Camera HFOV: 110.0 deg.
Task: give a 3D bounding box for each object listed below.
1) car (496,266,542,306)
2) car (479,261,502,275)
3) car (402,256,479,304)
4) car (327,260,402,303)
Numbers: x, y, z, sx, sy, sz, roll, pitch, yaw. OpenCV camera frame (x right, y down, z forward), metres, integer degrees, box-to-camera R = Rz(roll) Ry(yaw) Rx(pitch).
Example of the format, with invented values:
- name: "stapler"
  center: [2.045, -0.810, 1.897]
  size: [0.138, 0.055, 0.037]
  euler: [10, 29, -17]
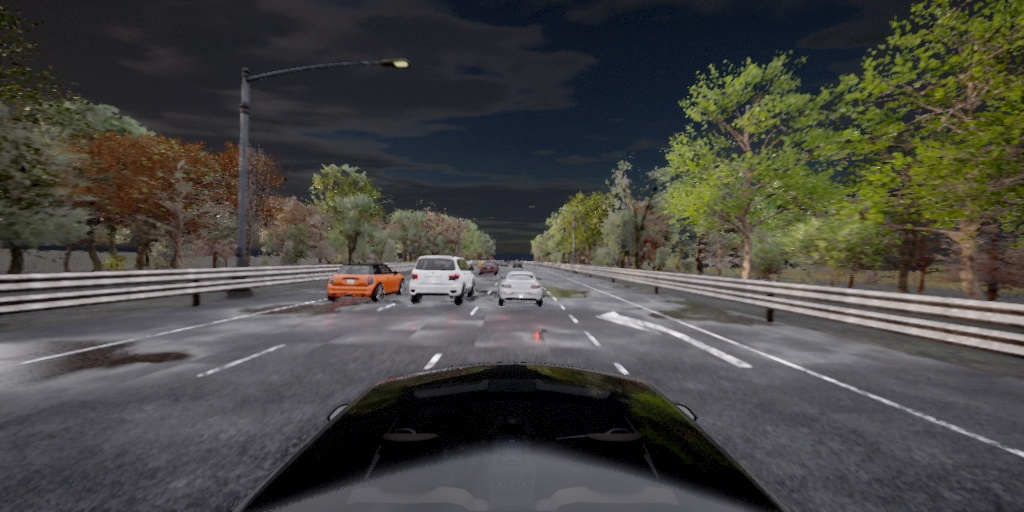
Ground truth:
- name: "car"
  center: [0.397, 1.398, 16.678]
  size: [1.812, 1.442, 4.674]
  euler: [1, 0, 1]
- name: "car"
  center: [-2.725, 1.414, 44.407]
  size: [2.097, 1.767, 4.553]
  euler: [1, -1, 1]
- name: "car"
  center: [-3.089, 1.026, 16.837]
  size: [2.150, 2.045, 5.566]
  euler: [1, 0, 1]
- name: "car"
  center: [-6.596, 1.085, 16.824]
  size: [2.097, 1.767, 4.553]
  euler: [1, 0, 1]
